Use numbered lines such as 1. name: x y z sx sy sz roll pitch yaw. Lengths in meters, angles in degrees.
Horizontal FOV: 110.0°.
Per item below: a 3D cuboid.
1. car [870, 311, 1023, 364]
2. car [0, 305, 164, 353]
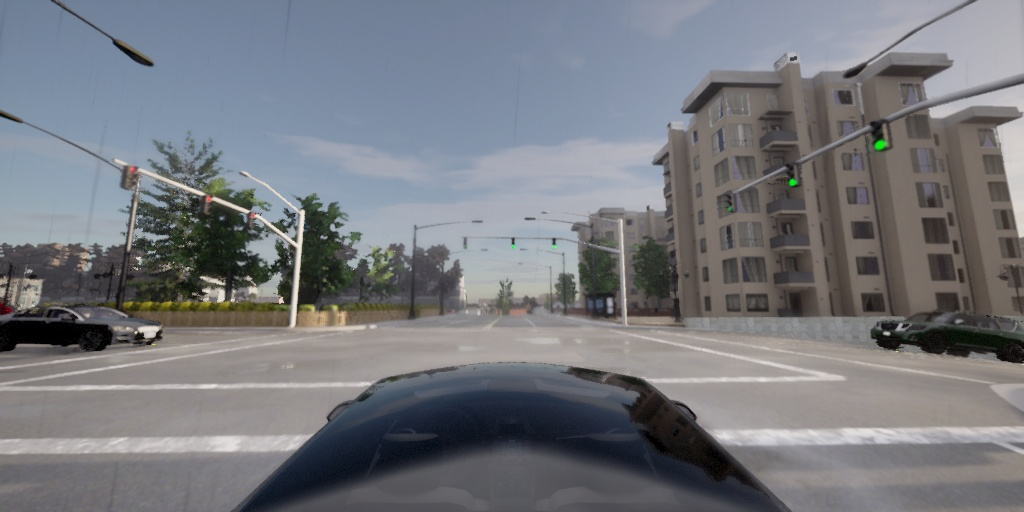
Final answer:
1. car: 19.777 3.531 16.271 5.566 2.045 2.150 8 -8 1
2. car: -14.867 2.442 12.306 4.902 1.511 2.128 0 -8 -1
